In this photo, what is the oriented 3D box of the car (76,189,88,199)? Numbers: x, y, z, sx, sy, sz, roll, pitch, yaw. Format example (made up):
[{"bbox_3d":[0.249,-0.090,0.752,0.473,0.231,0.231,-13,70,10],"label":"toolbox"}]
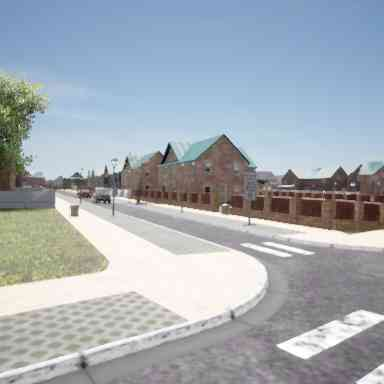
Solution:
[{"bbox_3d":[-17.969,0.275,55.125,1.882,1.535,5.008,1,1,-26],"label":"car"}]

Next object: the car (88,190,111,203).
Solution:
[{"bbox_3d":[-11.405,0.638,41.637,1.837,1.490,4.892,1,1,-26],"label":"car"}]
